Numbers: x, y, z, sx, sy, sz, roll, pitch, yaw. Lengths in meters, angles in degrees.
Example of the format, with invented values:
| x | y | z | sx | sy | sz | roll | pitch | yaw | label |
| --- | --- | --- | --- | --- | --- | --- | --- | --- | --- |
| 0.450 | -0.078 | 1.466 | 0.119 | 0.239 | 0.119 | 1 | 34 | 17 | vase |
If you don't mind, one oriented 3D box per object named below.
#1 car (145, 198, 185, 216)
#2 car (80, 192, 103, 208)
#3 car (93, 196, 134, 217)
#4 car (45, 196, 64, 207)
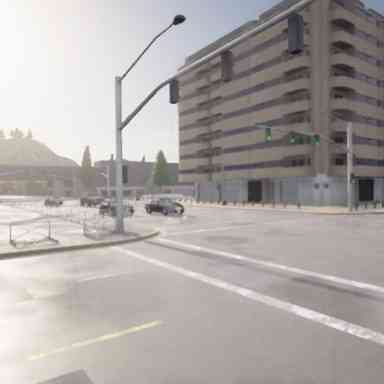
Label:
| x | y | z | sx | sy | sz | roll | pitch | yaw | label |
| --- | --- | --- | --- | --- | --- | --- | --- | --- | --- |
| -2.528 | 1.308 | 30.127 | 2.128 | 1.511 | 4.902 | -1 | 1 | -35 | car |
| -13.815 | 1.038 | 46.061 | 2.150 | 2.045 | 5.566 | -1 | 1 | -35 | car |
| -6.930 | 1.363 | 30.284 | 2.128 | 1.511 | 4.902 | -1 | 1 | -35 | car |
| -20.636 | 1.364 | 49.705 | 2.128 | 1.511 | 4.902 | -1 | 0 | -35 | car |
